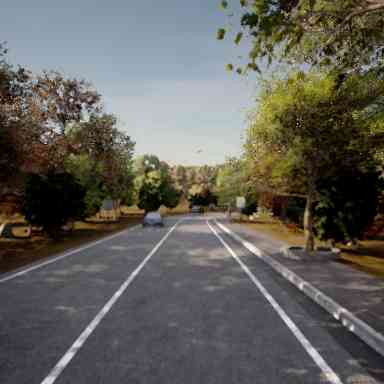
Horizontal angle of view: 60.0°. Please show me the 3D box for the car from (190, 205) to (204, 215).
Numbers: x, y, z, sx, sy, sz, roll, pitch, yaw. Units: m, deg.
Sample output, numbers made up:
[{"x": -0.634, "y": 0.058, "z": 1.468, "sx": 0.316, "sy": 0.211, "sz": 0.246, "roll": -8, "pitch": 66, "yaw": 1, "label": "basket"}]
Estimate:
[{"x": 1.095, "y": 3.905, "z": 72.629, "sx": 2.150, "sy": 2.045, "sz": 5.566, "roll": 1, "pitch": -2, "yaw": 14, "label": "car"}]

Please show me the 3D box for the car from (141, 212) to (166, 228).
[{"x": -3.543, "y": 2.616, "z": 31.629, "sx": 1.812, "sy": 1.442, "sz": 4.674, "roll": 0, "pitch": -2, "yaw": 0, "label": "car"}]
